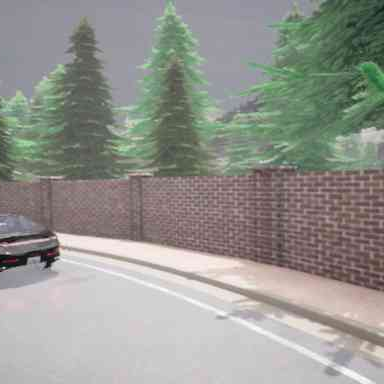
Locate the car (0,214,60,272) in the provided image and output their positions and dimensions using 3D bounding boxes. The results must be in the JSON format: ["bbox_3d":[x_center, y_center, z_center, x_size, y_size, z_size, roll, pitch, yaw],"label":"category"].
[{"bbox_3d":[-5.601,1.360,9.153,4.902,1.511,2.128,0,1,37],"label":"car"}]
